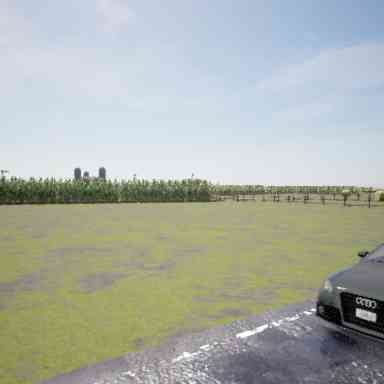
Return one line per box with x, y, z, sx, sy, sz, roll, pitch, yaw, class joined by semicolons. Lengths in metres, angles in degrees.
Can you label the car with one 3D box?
4.087;1.563;5.882;4.181;1.385;1.994;0;0;-36;car
